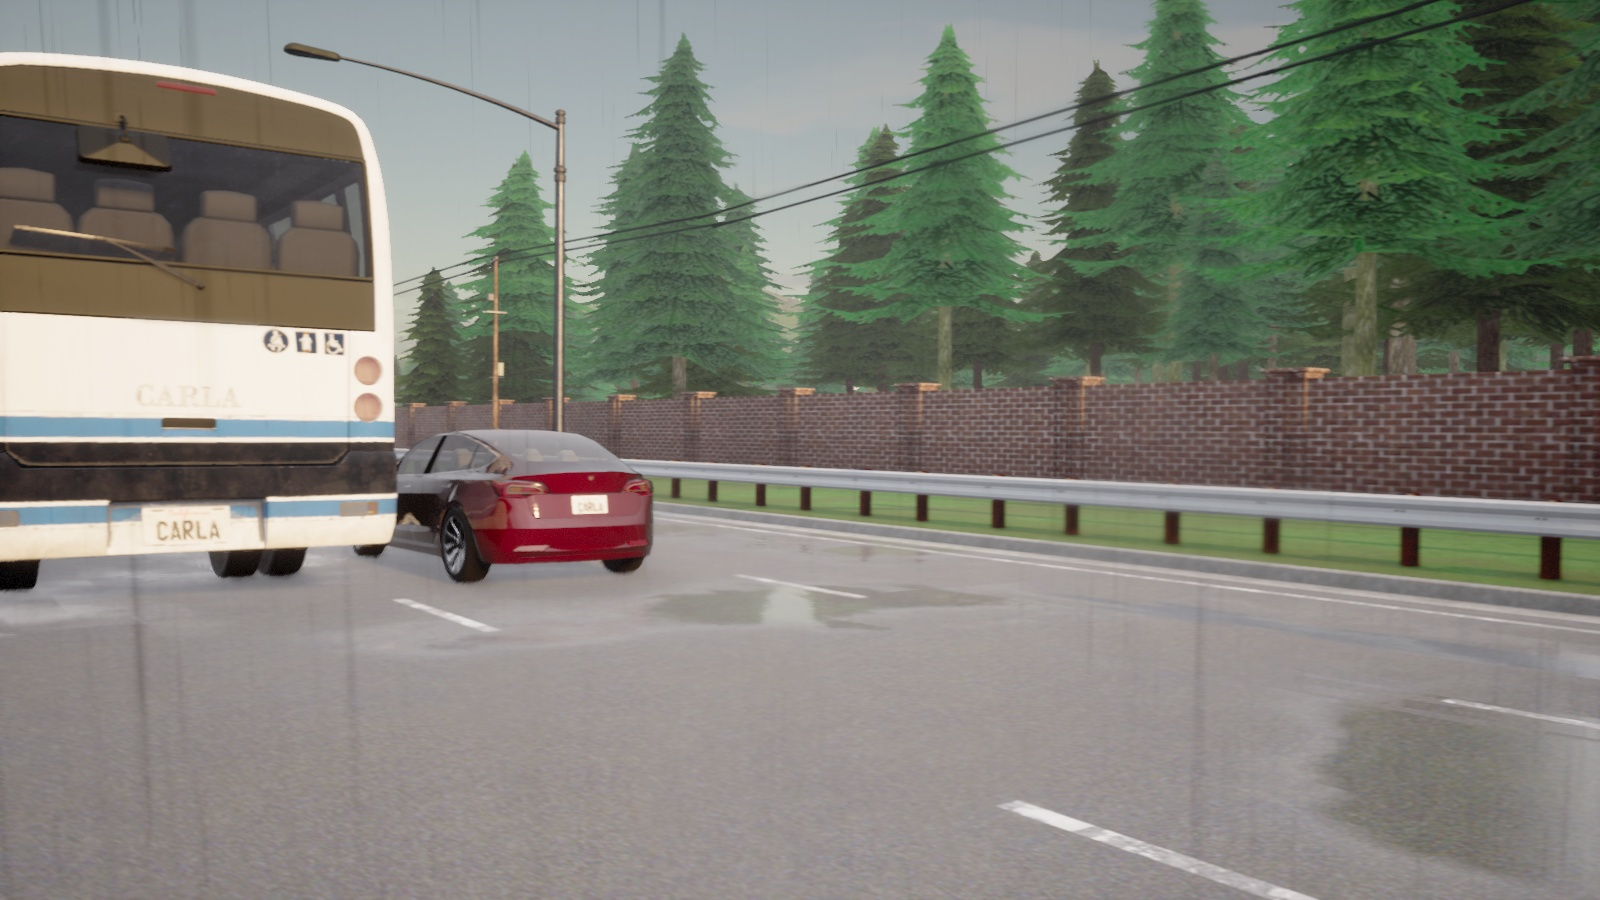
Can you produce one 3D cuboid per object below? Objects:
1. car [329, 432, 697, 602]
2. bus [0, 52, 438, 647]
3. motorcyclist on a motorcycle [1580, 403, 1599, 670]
[{"bbox_3d":[-3.312,0.574,13.690,2.163,1.488,4.792,-1,1,-36],"label":"car"},{"bbox_3d":[-7.795,-0.764,13.846,3.944,4.253,10.273,-1,1,-36],"label":"bus"},{"bbox_3d":[5.869,0.531,7.102,0.766,1.649,2.350,-1,1,-36],"label":"motorcyclist on a motorcycle"}]
